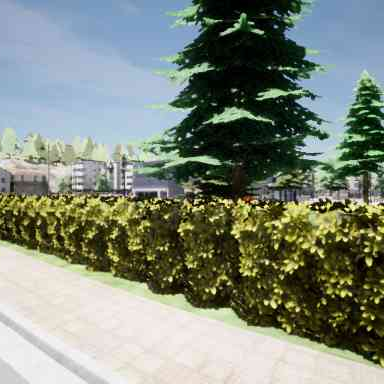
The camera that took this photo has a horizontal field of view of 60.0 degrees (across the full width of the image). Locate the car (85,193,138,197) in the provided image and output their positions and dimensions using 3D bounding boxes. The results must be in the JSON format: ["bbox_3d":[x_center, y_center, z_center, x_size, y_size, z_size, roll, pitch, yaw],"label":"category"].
[{"bbox_3d":[-5.731,1.221,28.089,2.150,2.045,5.566,0,0,44],"label":"car"}]

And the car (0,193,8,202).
[{"bbox_3d":[-41.761,1.096,70.170,1.932,1.855,4.605,0,0,44],"label":"car"}]

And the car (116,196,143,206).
[{"bbox_3d":[-10.041,1.384,53.291,1.970,1.475,3.806,0,0,44],"label":"car"}]

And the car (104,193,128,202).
[{"bbox_3d":[-15.852,1.097,69.626,1.932,1.855,4.605,0,0,44],"label":"car"}]

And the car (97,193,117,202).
[{"bbox_3d":[-18.211,1.076,71.371,1.905,1.878,3.866,0,0,44],"label":"car"}]

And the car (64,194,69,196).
[{"bbox_3d":[-27.325,1.152,80.350,2.152,1.636,5.027,0,0,44],"label":"car"}]

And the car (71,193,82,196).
[{"bbox_3d":[-8.047,1.221,31.017,2.150,2.045,5.566,0,0,44],"label":"car"}]
